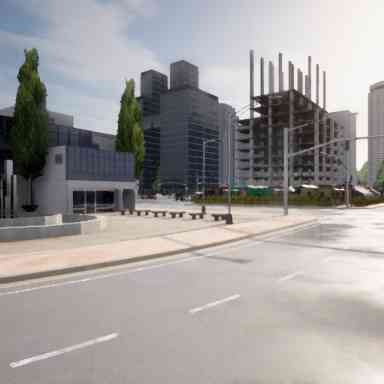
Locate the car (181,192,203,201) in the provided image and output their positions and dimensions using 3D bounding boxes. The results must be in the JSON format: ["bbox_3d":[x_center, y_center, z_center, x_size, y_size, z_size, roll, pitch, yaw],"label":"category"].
[{"bbox_3d":[-0.055,1.395,74.938,1.970,1.475,3.806,0,0,37],"label":"car"}]

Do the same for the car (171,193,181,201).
[{"bbox_3d":[-2.353,1.156,76.699,1.905,1.878,3.866,0,0,37],"label":"car"}]
